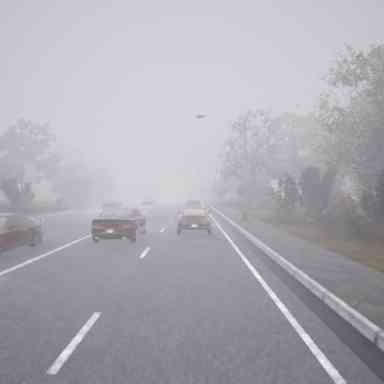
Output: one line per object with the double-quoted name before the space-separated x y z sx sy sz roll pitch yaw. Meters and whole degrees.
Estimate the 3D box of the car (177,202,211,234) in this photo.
"car" 0.115 1.521 19.102 1.812 1.442 4.674 0 0 0

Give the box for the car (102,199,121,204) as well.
"car" -10.553 1.589 44.209 1.895 1.301 4.718 0 0 0

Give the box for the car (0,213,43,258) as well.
"car" -7.092 1.522 12.074 1.812 1.442 4.674 0 0 0

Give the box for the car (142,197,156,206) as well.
"car" -7.014 1.533 54.176 2.033 1.411 5.357 0 0 1

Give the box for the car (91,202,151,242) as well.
"car" -3.400 1.473 16.252 1.882 1.535 5.008 0 0 0

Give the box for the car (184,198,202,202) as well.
"car" 0.129 1.481 40.290 2.128 1.511 4.902 0 0 0
